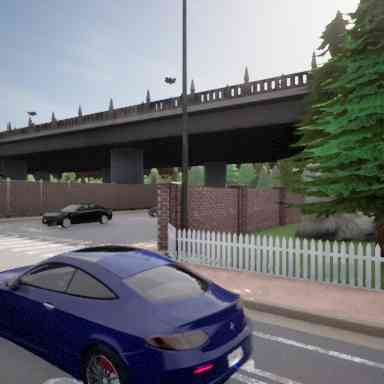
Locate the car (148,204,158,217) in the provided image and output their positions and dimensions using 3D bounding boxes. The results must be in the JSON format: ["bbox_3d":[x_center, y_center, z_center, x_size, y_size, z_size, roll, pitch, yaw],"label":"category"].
[{"bbox_3d":[-2.023,1.407,31.281,2.097,1.767,4.553,0,0,35],"label":"car"}]

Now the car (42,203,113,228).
[{"bbox_3d":[-7.790,1.532,22.959,1.882,1.535,5.008,0,0,35],"label":"car"}]

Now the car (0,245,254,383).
[{"bbox_3d":[-1.407,1.525,4.809,4.674,1.442,1.812,0,0,36],"label":"car"}]
